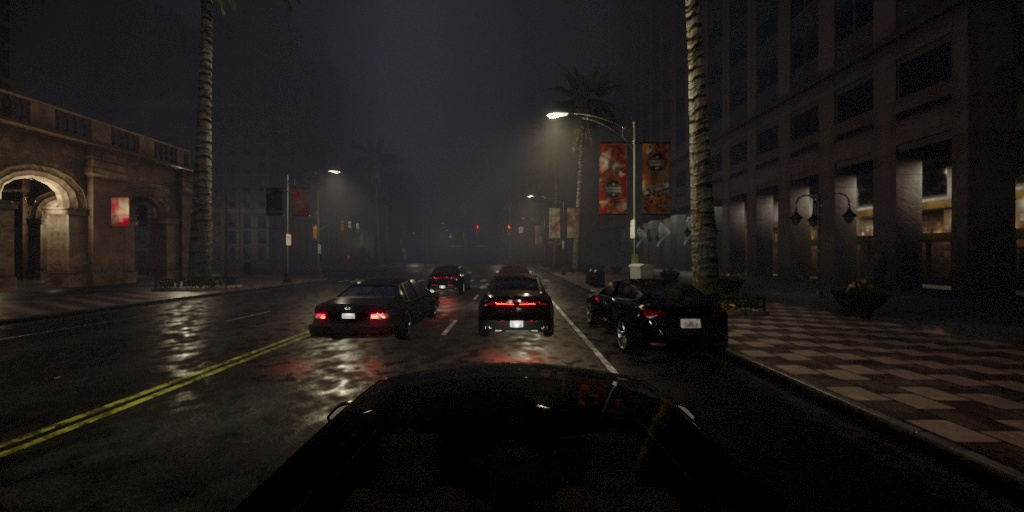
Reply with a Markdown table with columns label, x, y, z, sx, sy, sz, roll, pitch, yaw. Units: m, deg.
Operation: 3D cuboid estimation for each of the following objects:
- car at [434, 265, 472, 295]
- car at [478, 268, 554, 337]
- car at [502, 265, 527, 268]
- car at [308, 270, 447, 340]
| label | x | y | z | sx | sy | sz | roll | pitch | yaw |
| --- | --- | --- | --- | --- | --- | --- | --- | --- | --- |
| car | -3.384 | 1.250 | 19.855 | 1.837 | 1.490 | 4.892 | 0 | 0 | 0 |
| car | 0.097 | 1.251 | 10.346 | 1.837 | 1.490 | 4.892 | 0 | 0 | 0 |
| car | 0.111 | 1.223 | 19.796 | 1.882 | 1.535 | 5.008 | 0 | 0 | 0 |
| car | -3.393 | 1.295 | 9.966 | 2.033 | 1.411 | 5.357 | 0 | 0 | 0 |
